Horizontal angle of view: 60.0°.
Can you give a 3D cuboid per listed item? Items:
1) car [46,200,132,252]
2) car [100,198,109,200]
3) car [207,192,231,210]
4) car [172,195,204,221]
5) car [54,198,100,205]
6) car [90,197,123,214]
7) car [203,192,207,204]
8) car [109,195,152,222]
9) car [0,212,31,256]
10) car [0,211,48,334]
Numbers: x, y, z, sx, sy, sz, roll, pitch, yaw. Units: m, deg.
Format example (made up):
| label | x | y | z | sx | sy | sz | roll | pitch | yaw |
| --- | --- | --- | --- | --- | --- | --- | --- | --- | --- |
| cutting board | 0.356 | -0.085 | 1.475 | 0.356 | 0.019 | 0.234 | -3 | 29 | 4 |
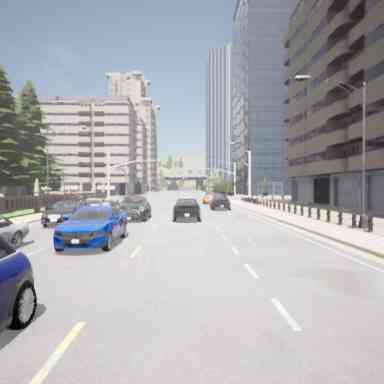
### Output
| label | x | y | z | sx | sy | sz | roll | pitch | yaw |
| --- | --- | --- | --- | --- | --- | --- | --- | --- | --- |
| car | -3.850 | 1.302 | 13.316 | 1.882 | 1.535 | 5.008 | 0 | 1 | -1 |
| car | -7.514 | 1.201 | 25.506 | 1.812 | 1.442 | 4.674 | 0 | 1 | -1 |
| car | 2.860 | 1.048 | 34.498 | 1.837 | 1.490 | 4.892 | 0 | 1 | -1 |
| car | -0.376 | 1.188 | 23.786 | 1.837 | 1.490 | 4.892 | 0 | 1 | -1 |
| car | -7.496 | 1.224 | 20.359 | 2.128 | 1.511 | 4.902 | 0 | 1 | -1 |
| car | -7.672 | 1.203 | 30.276 | 1.895 | 1.301 | 4.718 | 0 | 1 | -1 |
| car | 2.594 | 0.738 | 46.328 | 2.097 | 1.767 | 4.553 | 0 | 1 | -1 |
| car | -4.050 | 1.045 | 23.205 | 2.097 | 1.767 | 4.553 | 0 | 1 | -1 |
| car | -7.303 | 1.459 | 10.878 | 1.895 | 1.301 | 4.718 | 0 | 1 | -1 |
| car | -3.649 | 1.302 | 3.706 | 2.097 | 1.767 | 4.553 | 0 | 1 | -1 |
